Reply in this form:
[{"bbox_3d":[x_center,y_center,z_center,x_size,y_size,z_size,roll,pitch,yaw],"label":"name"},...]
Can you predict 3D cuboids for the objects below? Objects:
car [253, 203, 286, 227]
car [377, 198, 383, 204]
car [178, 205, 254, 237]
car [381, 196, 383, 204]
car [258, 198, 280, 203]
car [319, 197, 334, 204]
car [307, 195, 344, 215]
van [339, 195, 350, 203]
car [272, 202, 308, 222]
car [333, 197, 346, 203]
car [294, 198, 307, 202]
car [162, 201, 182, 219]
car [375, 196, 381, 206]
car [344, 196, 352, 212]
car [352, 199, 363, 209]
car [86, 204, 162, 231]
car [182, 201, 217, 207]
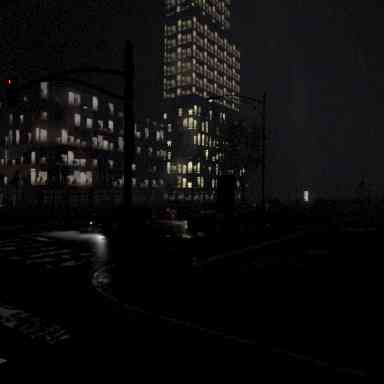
[{"bbox_3d":[4.737,1.737,23.490,1.947,1.339,4.313,1,0,36],"label":"car"},{"bbox_3d":[44.841,2.046,77.998,2.008,1.369,4.403,1,0,36],"label":"car"},{"bbox_3d":[1.479,1.696,19.081,2.008,1.369,4.403,1,0,36],"label":"car"},{"bbox_3d":[41.546,1.783,73.533,2.192,1.841,5.009,1,0,36],"label":"car"},{"bbox_3d":[8.931,1.501,39.090,2.097,1.767,4.553,1,0,37],"label":"car"},{"bbox_3d":[28.206,1.848,69.581,1.947,1.339,4.313,1,0,36],"label":"car"},{"bbox_3d":[15.228,1.569,37.765,2.192,1.841,5.009,1,0,36],"label":"car"},{"bbox_3d":[38.102,1.705,82.976,1.690,1.788,3.998,1,0,36],"label":"van"},{"bbox_3d":[7.992,1.778,27.899,1.802,1.307,4.206,1,0,36],"label":"car"},{"bbox_3d":[34.701,1.861,78.375,1.752,1.417,4.829,1,0,36],"label":"car"},{"bbox_3d":[18.210,1.726,56.050,1.752,1.417,4.829,1,0,36],"label":"car"},{"bbox_3d":[-1.580,1.481,29.474,1.967,1.590,4.097,1,0,36],"label":"car"},{"bbox_3d":[35.048,1.940,64.740,1.752,1.417,4.829,1,0,36],"label":"car"},{"bbox_3d":[18.499,1.720,42.250,1.967,1.590,4.097,1,0,36],"label":"car"},{"bbox_3d":[25.053,1.773,51.209,1.967,1.590,4.097,1,0,36],"label":"car"},{"bbox_3d":[-4.375,1.549,21.112,1.837,1.490,4.892,1,0,36],"label":"car"},{"bbox_3d":[1.620,1.569,29.222,1.882,1.535,5.008,1,0,36],"label":"car"}]
